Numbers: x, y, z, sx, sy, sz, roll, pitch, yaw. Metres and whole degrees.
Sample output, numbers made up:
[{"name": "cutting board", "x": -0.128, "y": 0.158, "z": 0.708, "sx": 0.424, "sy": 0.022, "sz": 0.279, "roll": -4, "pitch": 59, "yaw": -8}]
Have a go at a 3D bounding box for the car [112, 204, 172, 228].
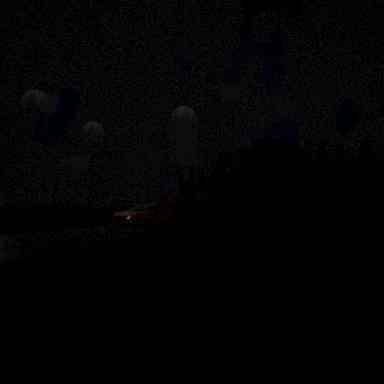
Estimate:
[{"name": "car", "x": -3.499, "y": 1.617, "z": 24.111, "sx": 1.882, "sy": 1.535, "sz": 5.008, "roll": 1, "pitch": 0, "yaw": 36}]
